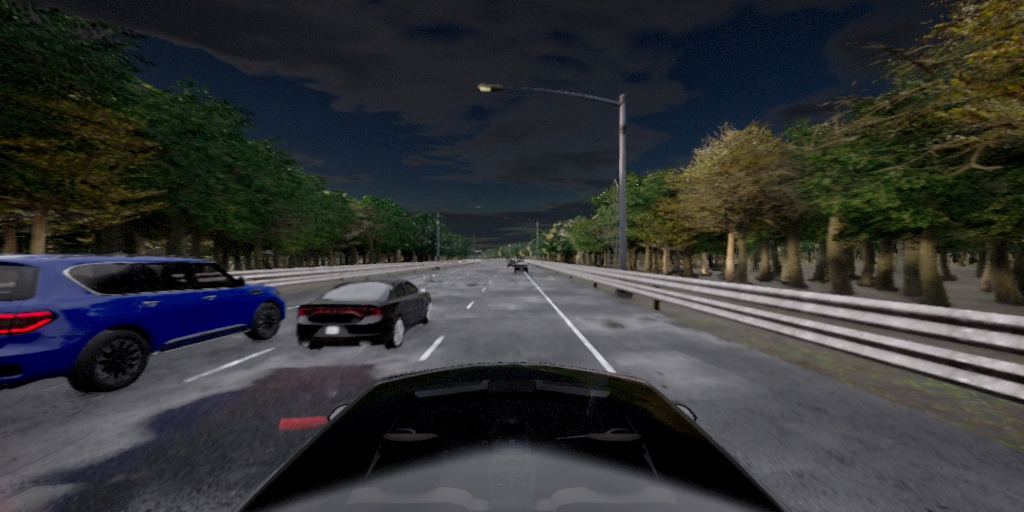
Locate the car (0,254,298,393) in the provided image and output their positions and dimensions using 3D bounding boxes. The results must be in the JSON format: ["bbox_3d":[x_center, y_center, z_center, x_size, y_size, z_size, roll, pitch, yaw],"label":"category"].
[{"bbox_3d":[-6.903,0.999,6.877,2.150,2.045,5.566,0,0,0],"label":"car"}]

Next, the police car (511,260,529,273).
[{"bbox_3d":[1.200,1.406,47.872,1.930,1.638,5.238,0,0,0],"label":"police car"}]

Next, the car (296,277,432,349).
[{"bbox_3d":[-3.404,1.269,9.275,1.882,1.535,5.008,0,0,0],"label":"car"}]
